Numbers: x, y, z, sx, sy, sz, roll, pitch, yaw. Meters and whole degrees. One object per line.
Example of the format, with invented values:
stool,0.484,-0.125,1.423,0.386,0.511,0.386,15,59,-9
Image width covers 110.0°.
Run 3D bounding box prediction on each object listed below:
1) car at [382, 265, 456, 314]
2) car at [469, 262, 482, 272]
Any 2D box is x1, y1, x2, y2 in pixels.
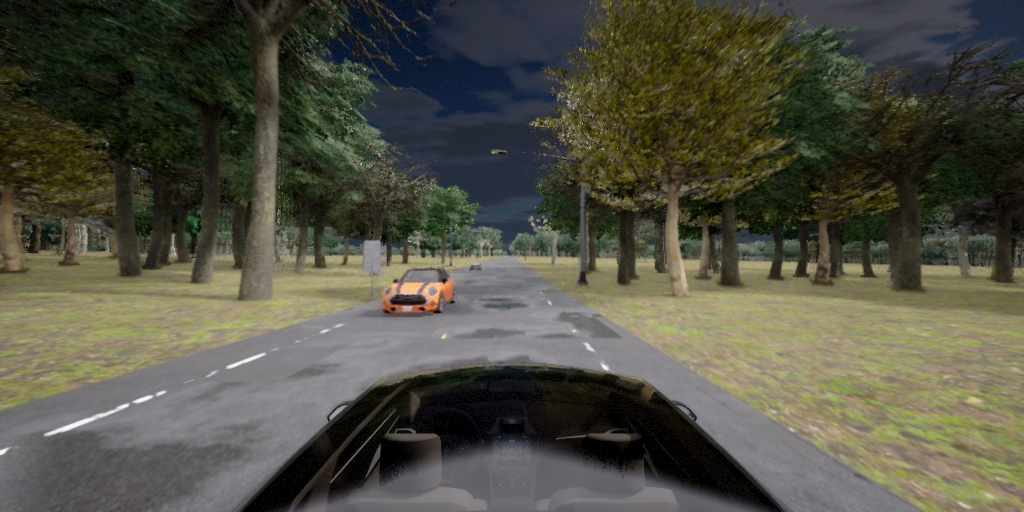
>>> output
car,-3.603,1.263,14.604,2.097,1.767,4.553,0,-1,0
car,-5.659,1.668,55.828,1.812,1.442,4.674,0,0,-7
